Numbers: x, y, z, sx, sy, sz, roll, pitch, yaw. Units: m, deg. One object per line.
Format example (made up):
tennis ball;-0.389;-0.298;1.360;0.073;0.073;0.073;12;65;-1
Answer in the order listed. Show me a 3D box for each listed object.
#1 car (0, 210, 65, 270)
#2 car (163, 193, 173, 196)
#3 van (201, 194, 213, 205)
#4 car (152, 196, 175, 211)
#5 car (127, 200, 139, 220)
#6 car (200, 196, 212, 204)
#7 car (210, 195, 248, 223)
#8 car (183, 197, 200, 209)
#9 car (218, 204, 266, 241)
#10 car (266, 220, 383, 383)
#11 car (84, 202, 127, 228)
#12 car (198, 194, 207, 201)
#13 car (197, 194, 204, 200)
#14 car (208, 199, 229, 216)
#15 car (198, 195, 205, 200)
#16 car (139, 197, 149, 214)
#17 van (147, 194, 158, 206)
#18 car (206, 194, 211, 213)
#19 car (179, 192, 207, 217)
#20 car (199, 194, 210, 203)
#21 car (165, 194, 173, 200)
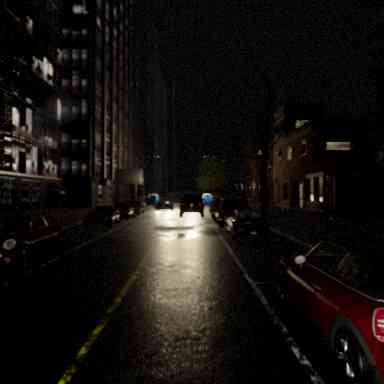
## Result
car;-5.723;1.421;10.786;1.967;1.590;4.097;1;0;0
car;-5.997;1.348;77.343;1.802;1.307;4.206;1;0;0
van;2.478;1.190;55.193;1.690;1.788;3.998;1;0;0
car;-3.183;1.470;39.081;1.994;1.385;4.181;0;0;0
car;-5.792;1.523;27.426;1.802;1.307;4.206;1;0;0
car;2.452;1.395;60.740;1.947;1.339;4.313;1;0;0
car;2.614;1.268;21.912;2.192;1.841;5.009;1;0;0
car;-0.081;1.436;44.154;2.033;1.411;5.357;0;0;0
car;2.634;1.517;16.367;2.008;1.369;4.403;1;0;0
car;2.680;1.430;5.275;1.967;1.590;4.097;1;0;0
car;-5.770;1.537;21.878;1.802;1.307;4.206;1;0;0
car;2.384;1.309;77.379;1.887;1.381;4.507;1;0;0
car;2.339;1.242;88.640;1.752;1.417;4.829;1;0;0
car;2.566;1.447;33.178;1.752;1.417;4.829;1;0;0
car;2.361;1.323;82.924;1.802;1.307;4.206;1;0;0
car;-5.814;1.470;32.972;1.887;1.381;4.507;1;0;0
van;-5.879;1.212;49.611;1.690;1.788;3.998;1;0;0
car;2.592;1.253;27.460;2.192;1.841;5.009;1;0;0
car;-0.028;1.153;30.714;2.150;2.045;5.566;0;0;0
car;2.431;1.248;66.285;1.967;1.590;4.097;1;0;0
car;-6.040;1.246;88.264;1.752;1.417;4.829;1;0;0
